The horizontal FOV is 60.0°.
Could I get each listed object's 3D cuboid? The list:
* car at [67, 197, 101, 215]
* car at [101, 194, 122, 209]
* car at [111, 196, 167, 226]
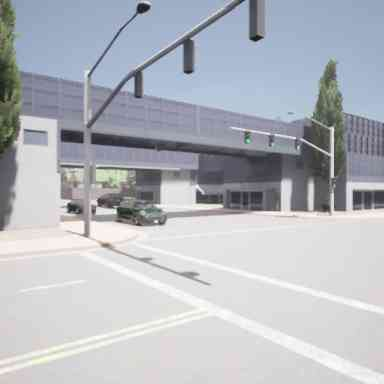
[{"bbox_3d":[-11.435,1.484,34.323,1.882,1.535,5.008,0,0,-36],"label":"car"},{"bbox_3d":[-11.511,1.231,46.673,2.150,2.045,5.566,0,0,-36],"label":"car"},{"bbox_3d":[-3.657,1.358,23.623,2.097,1.767,4.553,0,0,-36],"label":"car"}]
